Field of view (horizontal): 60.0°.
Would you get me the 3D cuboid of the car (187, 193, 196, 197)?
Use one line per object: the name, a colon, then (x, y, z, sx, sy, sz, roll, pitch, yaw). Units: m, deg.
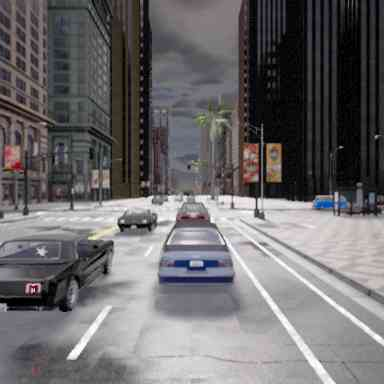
car: (-0.162, 1.694, 83.341, 2.033, 1.411, 5.357, 0, 0, 0)

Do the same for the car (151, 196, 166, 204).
car: (-6.662, 1.475, 63.848, 2.097, 1.767, 4.553, 0, 0, 0)

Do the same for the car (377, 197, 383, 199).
car: (24.046, 1.596, 38.460, 5.357, 1.411, 2.033, 0, 0, 0)

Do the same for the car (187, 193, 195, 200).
car: (-0.182, 1.258, 93.791, 2.150, 2.045, 5.566, 0, 0, 0)

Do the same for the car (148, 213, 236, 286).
car: (0.085, 1.565, 9.539, 2.033, 1.411, 5.357, 0, 0, 0)

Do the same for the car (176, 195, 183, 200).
car: (-3.432, 1.492, 93.338, 1.882, 1.535, 5.008, 0, 0, 0)

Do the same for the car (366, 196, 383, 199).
car: (22.665, 1.362, 41.117, 5.009, 1.841, 2.192, 0, 0, 0)

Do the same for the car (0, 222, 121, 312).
car: (-3.163, 1.614, 7.665, 1.895, 1.301, 4.718, 0, 0, 0)

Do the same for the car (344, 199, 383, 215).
car: (17.009, 1.610, 32.579, 4.403, 1.369, 2.008, 0, 0, 0)

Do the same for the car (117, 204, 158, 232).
car: (-3.193, 1.639, 20.435, 1.895, 1.301, 4.718, 0, 0, 0)

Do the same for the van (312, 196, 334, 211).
van: (16.987, 1.392, 41.104, 3.998, 1.788, 1.690, 0, 0, 0)

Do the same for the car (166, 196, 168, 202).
car: (-6.655, 1.654, 79.282, 1.837, 1.490, 4.892, 0, 0, 0)

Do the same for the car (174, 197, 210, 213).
car: (0.079, 1.392, 21.344, 2.097, 1.767, 4.553, 0, 0, 0)

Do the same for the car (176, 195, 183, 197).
car: (-3.412, 1.679, 83.334, 1.812, 1.442, 4.674, 0, 0, 0)
